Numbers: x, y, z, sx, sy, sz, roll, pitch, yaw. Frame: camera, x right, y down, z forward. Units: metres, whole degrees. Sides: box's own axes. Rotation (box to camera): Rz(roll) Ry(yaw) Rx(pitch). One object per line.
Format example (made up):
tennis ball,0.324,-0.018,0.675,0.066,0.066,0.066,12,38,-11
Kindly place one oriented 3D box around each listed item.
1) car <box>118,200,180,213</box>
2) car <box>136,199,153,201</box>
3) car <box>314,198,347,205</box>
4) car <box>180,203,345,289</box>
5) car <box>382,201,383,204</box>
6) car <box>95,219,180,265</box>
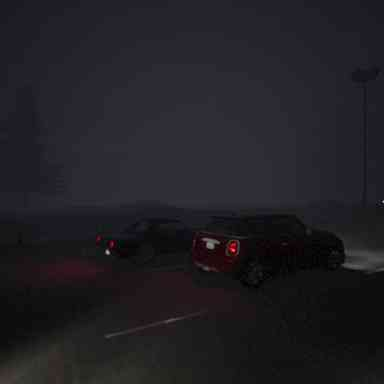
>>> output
car,-2.602,1.526,23.134,5.357,1.411,2.033,0,0,-32
car,-5.021,1.460,33.872,4.902,1.511,2.128,0,0,-30
car,16.880,1.507,41.197,5.357,1.411,2.033,0,0,-25
car,2.236,1.343,9.371,4.553,1.767,2.097,0,0,-33
car,25.919,1.309,41.668,4.553,1.767,2.097,0,0,-25
car,-0.788,1.590,11.622,4.718,1.301,1.895,0,0,-33
